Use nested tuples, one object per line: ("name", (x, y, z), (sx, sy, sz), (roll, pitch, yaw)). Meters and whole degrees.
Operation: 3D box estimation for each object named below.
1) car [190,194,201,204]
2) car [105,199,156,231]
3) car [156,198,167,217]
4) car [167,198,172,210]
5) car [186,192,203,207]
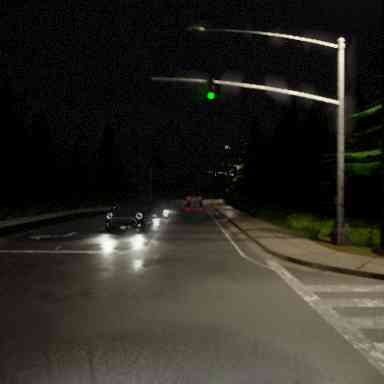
("car", (0.660, 1.222, 58.148), (1.882, 1.535, 5.008), (0, 0, 2))
("car", (-3.593, 1.263, 19.580), (2.097, 1.767, 4.553), (0, 0, 0))
("car", (-3.576, 1.374, 29.451), (1.837, 1.490, 4.892), (0, 0, 0))
("car", (-3.482, 1.390, 39.531), (1.994, 1.385, 4.181), (0, 0, 1))
("car", (0.382, 1.011, 47.456), (2.150, 2.045, 5.566), (0, 0, 2))
